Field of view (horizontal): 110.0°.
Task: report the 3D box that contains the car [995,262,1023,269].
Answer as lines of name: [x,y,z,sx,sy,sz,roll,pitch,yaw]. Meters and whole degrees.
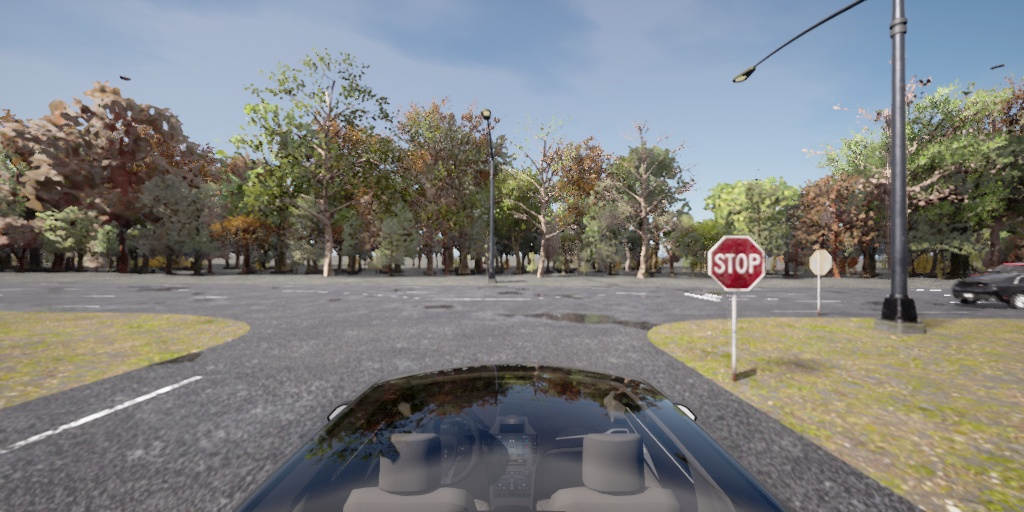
car: [32.275,1.414,22.489,5.566,2.045,2.150,-1,0,1]

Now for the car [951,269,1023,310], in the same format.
car: [22.279,1.483,15.582,4.892,1.490,1.837,0,0,1]
